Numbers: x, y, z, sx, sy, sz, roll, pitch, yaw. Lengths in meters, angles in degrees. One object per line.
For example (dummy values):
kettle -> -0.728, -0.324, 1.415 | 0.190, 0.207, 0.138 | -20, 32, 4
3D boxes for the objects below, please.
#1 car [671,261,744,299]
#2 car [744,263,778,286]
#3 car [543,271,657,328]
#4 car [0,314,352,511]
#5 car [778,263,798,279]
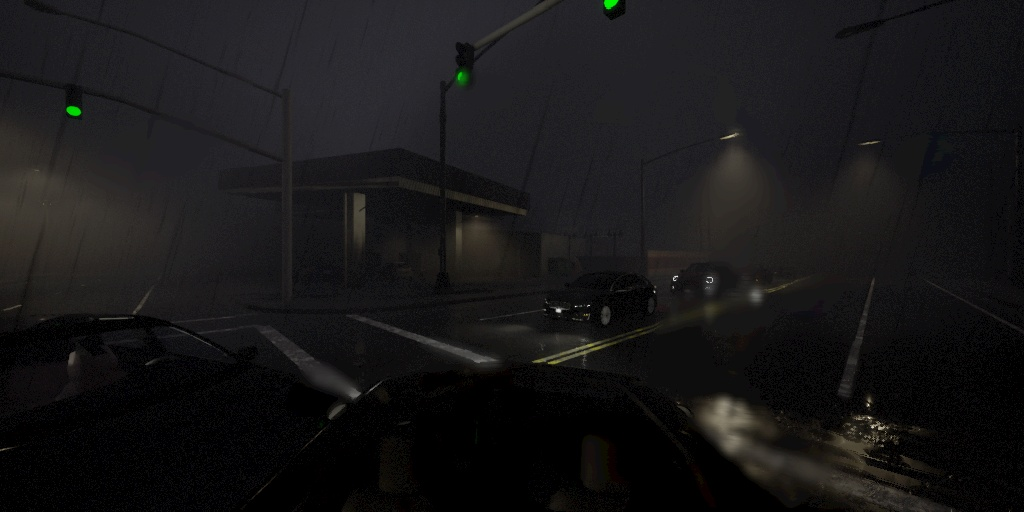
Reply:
car -> 9.918, 1.102, 18.355 | 4.553, 1.767, 2.097 | 0, 0, -44
car -> 16.919, 1.314, 25.190 | 1.994, 1.385, 4.181 | 0, 0, 45
car -> 3.006, 1.255, 11.584 | 4.892, 1.490, 1.837 | 0, 0, -45
car -> -3.393, 1.242, 2.634 | 4.902, 1.511, 2.128 | 0, 0, 15
car -> 24.129, 1.314, 32.166 | 4.181, 1.385, 1.994 | 0, 0, -44
